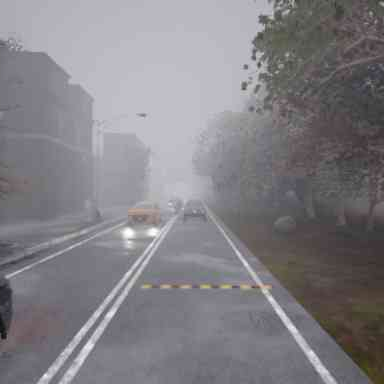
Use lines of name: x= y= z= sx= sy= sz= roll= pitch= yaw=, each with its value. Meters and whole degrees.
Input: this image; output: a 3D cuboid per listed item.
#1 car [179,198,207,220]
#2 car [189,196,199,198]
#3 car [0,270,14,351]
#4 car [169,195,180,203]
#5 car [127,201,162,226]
car: x=0.217 y=1.474 z=27.128 sx=2.033 sy=1.411 sz=5.357 roll=0 pitch=0 yaw=1
car: x=0.264 y=1.309 z=45.829 sx=1.882 sy=1.535 sz=5.008 roll=0 pitch=1 yaw=0
car: x=-3.339 y=1.485 z=2.554 sx=2.128 sy=1.511 sz=4.902 roll=0 pitch=0 yaw=0
car: x=-3.118 y=1.262 z=60.162 sx=1.812 sy=1.442 sz=4.674 roll=0 pitch=0 yaw=1
car: x=-3.209 y=1.417 z=23.181 sx=1.882 sy=1.535 sz=5.008 roll=0 pitch=0 yaw=1
